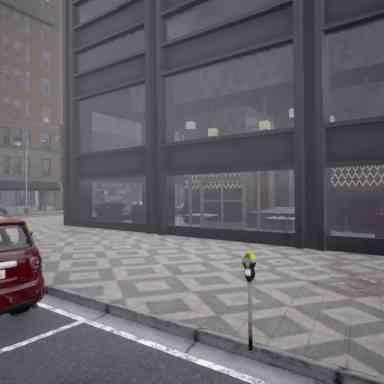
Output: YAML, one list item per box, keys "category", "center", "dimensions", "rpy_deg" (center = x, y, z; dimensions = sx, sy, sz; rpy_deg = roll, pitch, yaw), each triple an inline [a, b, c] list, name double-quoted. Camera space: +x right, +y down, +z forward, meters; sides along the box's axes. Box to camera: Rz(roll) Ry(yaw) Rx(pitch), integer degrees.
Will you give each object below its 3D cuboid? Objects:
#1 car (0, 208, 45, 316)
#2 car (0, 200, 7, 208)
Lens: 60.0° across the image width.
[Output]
- category: "car"
  center: [-4.828, 1.317, 6.295]
  dimensions: [5.009, 1.841, 2.192]
  rpy_deg: [0, -1, 35]
- category: "car"
  center: [-19.250, 1.503, 29.964]
  dimensions: [2.097, 1.767, 4.553]
  rpy_deg: [-1, -1, 36]
